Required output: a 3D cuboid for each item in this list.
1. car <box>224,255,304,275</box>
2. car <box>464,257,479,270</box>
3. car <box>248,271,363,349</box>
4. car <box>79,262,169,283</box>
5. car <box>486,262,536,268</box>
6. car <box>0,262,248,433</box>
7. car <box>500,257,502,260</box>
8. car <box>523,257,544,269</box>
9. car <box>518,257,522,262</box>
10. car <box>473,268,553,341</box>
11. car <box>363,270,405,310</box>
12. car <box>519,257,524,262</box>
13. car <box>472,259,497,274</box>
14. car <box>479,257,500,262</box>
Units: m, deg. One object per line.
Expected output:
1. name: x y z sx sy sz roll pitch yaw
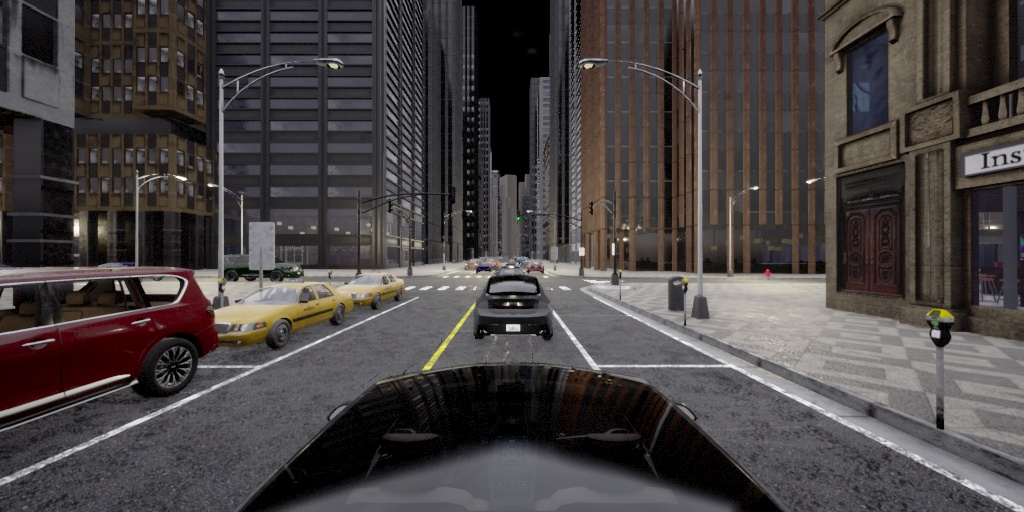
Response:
1. car: -18.581 0.914 26.644 5.566 2.045 2.150 0 0 1
2. car: -5.881 1.196 52.972 1.967 1.591 4.097 0 0 0
3. car: -5.779 1.275 9.207 1.751 1.417 4.829 0 0 0
4. car: -28.574 1.188 26.533 4.674 1.442 1.812 0 0 0
5. car: -0.220 1.297 20.803 2.033 1.411 5.357 0 0 -7
6. car: -5.766 1.065 3.776 2.192 1.841 5.009 0 0 0
7. car: -3.210 1.112 61.951 2.097 1.767 4.553 0 0 0
8. car: 2.670 1.193 41.793 1.967 1.591 4.097 0 0 0
9. car: 2.618 1.327 64.228 1.948 1.339 4.313 0 0 0
10. car: 0.038 1.255 9.920 1.837 1.490 4.892 0 0 0
11. car: -5.792 1.275 14.809 1.751 1.417 4.829 0 0 0
12. car: 2.631 1.309 58.619 2.007 1.370 4.403 0 0 0
13. car: -3.184 1.355 42.308 1.895 1.301 4.718 0 0 0
14. car: -3.203 1.108 52.002 2.097 1.767 4.553 0 0 0
